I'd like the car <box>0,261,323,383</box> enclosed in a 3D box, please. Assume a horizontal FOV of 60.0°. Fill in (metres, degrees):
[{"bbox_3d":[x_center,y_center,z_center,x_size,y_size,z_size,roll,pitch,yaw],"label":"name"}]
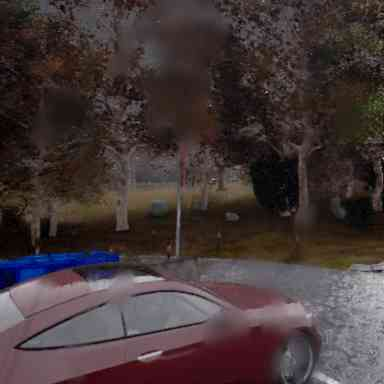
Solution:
[{"bbox_3d":[-0.596,1.529,3.630,4.674,1.452,2.002,1,0,-33],"label":"car"}]
